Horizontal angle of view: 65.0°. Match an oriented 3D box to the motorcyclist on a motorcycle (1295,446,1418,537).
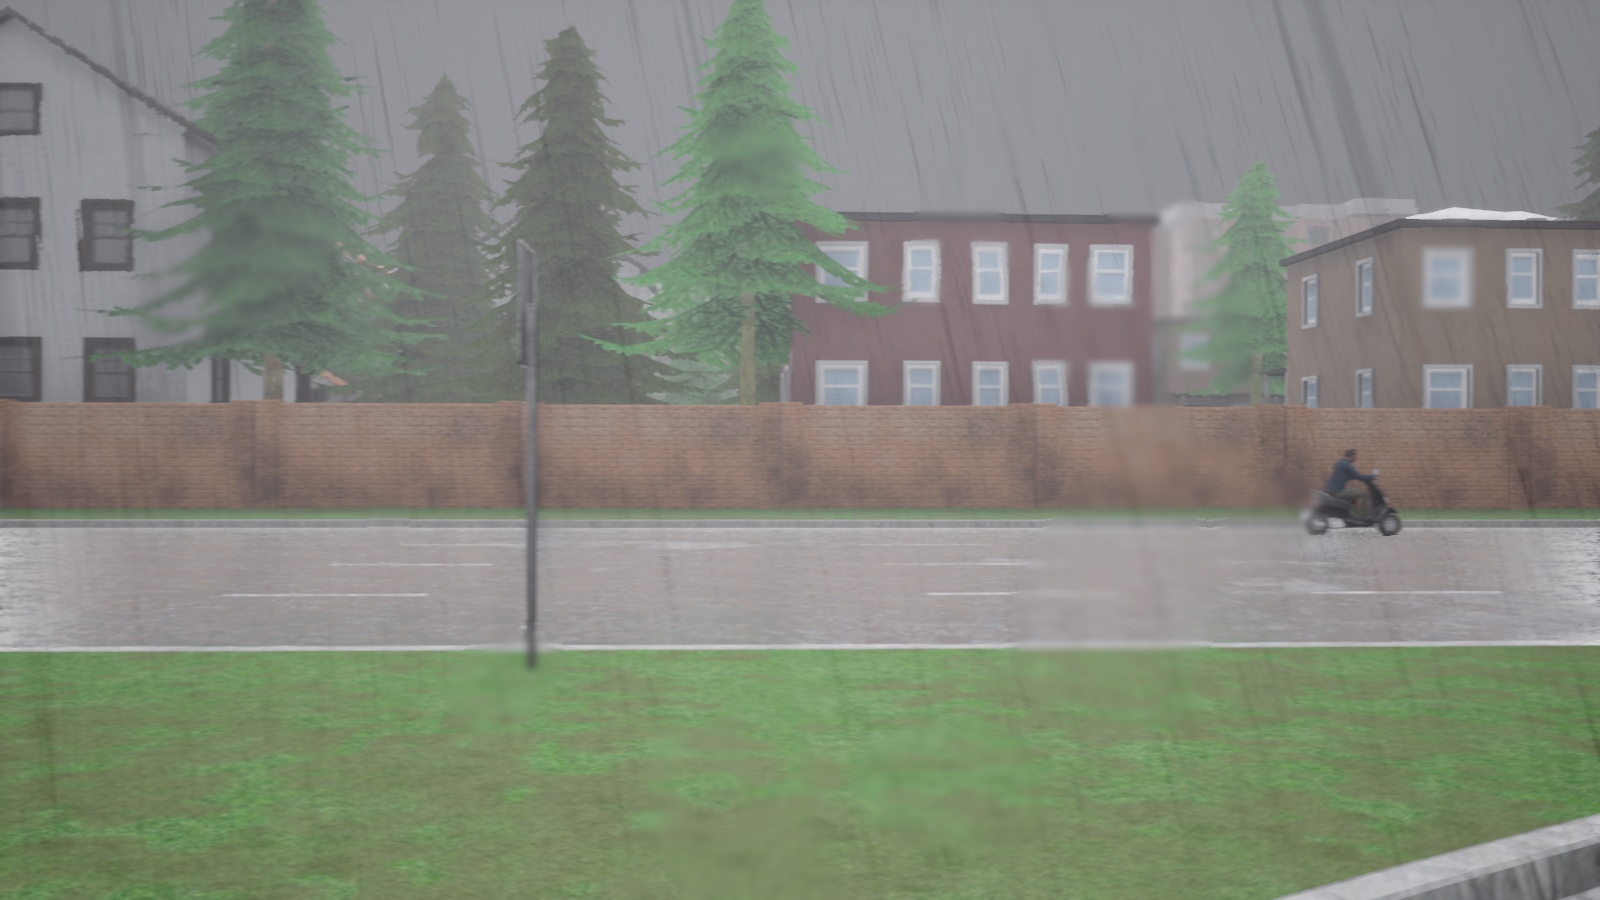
[{"bbox_3d":[9.916,0.722,22.411,1.817,1.590,0.866,0,0,-3],"label":"motorcyclist on a motorcycle"}]
